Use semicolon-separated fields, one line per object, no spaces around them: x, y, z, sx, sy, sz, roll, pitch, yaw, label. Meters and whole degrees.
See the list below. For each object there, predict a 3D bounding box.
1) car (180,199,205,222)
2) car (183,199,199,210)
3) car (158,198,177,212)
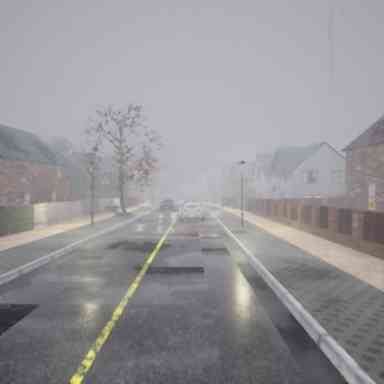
0.013;1.526;26.560;1.812;1.442;4.674;0;0;0;car
-0.182;1.617;44.224;1.994;1.385;4.181;0;0;-2;car
-2.867;1.549;39.849;1.837;1.490;4.892;0;-1;-1;car
